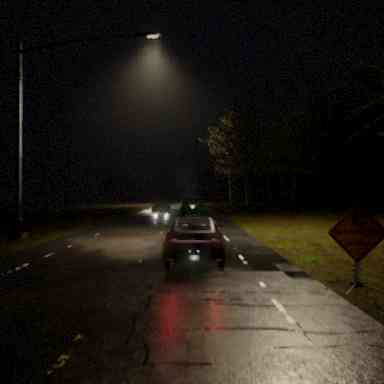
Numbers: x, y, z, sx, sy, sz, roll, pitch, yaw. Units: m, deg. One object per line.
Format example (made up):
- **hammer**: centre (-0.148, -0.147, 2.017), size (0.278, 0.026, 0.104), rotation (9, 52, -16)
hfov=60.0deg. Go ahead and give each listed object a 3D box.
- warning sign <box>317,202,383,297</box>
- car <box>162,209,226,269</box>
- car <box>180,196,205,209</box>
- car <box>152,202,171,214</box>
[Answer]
- **warning sign**: centre (3.554, 1.158, 7.159), size (1.300, 1.860, 1.060), rotation (1, 0, 0)
- **car**: centre (0.070, 1.560, 11.339), size (2.128, 1.511, 4.902), rotation (0, 0, 0)
- **car**: centre (0.074, 1.431, 31.732), size (2.150, 2.045, 5.566), rotation (0, 0, 0)
- **car**: centre (-3.618, 1.842, 39.720), size (1.994, 1.385, 4.181), rotation (0, -1, 0)
